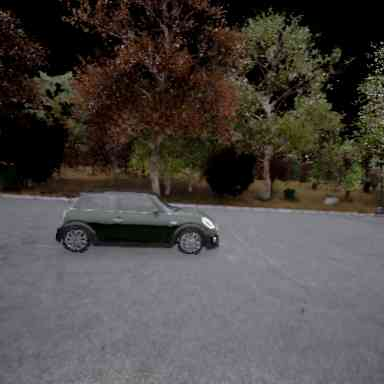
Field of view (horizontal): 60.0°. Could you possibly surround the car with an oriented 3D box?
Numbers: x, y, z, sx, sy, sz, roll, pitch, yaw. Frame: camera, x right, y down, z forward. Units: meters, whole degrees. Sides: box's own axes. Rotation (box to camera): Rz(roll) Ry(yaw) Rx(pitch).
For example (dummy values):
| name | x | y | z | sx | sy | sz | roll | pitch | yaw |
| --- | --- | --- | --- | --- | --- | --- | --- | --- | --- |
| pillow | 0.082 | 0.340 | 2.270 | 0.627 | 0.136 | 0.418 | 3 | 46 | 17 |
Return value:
| name | x | y | z | sx | sy | sz | roll | pitch | yaw |
| --- | --- | --- | --- | --- | --- | --- | --- | --- | --- |
| car | -1.486 | 0.736 | 9.830 | 4.553 | 1.767 | 2.097 | 2 | 4 | -4 |
